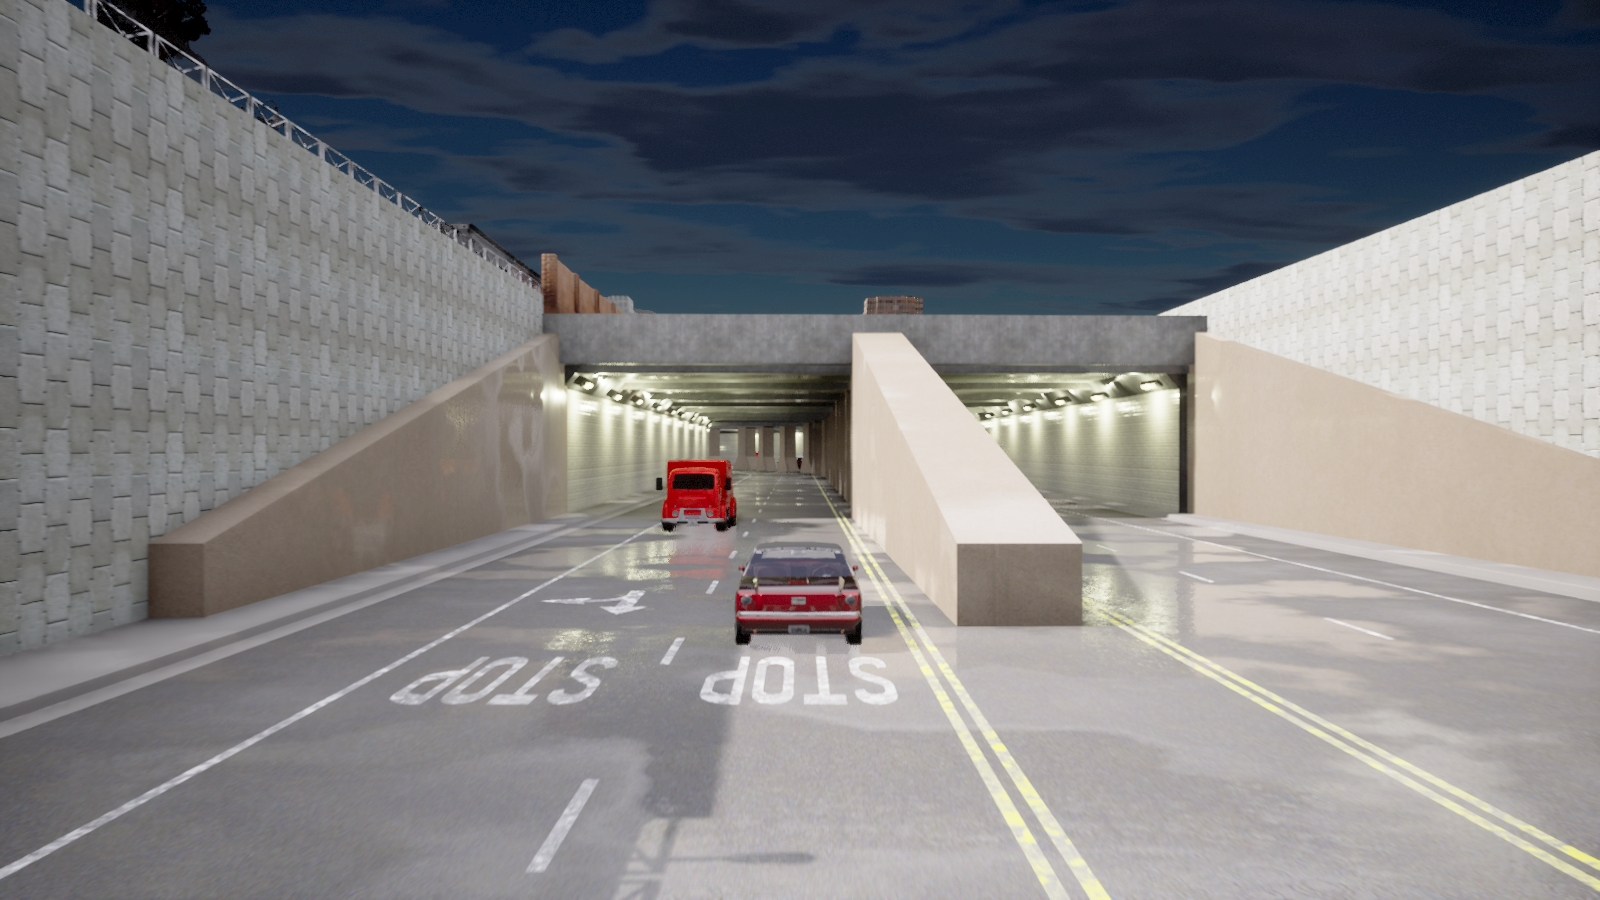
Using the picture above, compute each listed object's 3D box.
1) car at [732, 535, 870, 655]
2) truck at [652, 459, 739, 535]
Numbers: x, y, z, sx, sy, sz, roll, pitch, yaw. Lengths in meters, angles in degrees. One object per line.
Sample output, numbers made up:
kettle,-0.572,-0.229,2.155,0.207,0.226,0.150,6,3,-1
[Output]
car,0.009,2.155,17.987,1.895,1.301,4.718,0,0,0
truck,-3.579,1.568,40.219,2.627,2.467,5.204,0,0,-1
